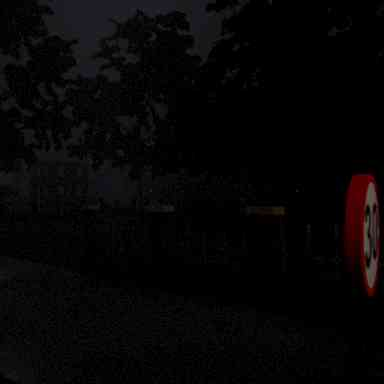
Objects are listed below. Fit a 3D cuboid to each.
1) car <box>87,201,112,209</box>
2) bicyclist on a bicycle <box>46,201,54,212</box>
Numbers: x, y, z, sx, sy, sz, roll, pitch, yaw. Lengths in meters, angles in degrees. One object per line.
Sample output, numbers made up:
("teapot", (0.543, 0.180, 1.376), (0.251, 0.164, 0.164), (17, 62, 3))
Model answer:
("car", (-13.410, 1.988, 47.069), (1.994, 1.385, 4.181), (-1, -1, 36))
("bicyclist on a bicycle", (-13.742, 1.680, 32.260), (1.656, 1.620, 0.582), (-1, -1, 35))
